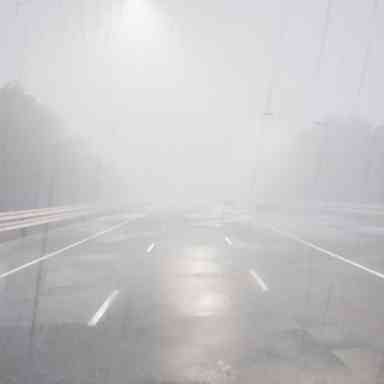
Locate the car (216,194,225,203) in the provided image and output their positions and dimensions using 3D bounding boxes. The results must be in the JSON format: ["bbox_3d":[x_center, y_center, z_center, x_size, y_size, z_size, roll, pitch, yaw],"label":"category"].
[{"bbox_3d":[7.049,1.555,78.716,2.150,2.045,5.566,0,0,0],"label":"car"}]

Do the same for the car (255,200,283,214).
[{"bbox_3d":[8.752,1.672,38.307,2.128,1.511,4.902,0,0,-9],"label":"car"}]

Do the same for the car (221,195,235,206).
[{"bbox_3d":[6.843,1.802,61.027,1.994,1.385,4.181,0,0,2],"label":"car"}]
